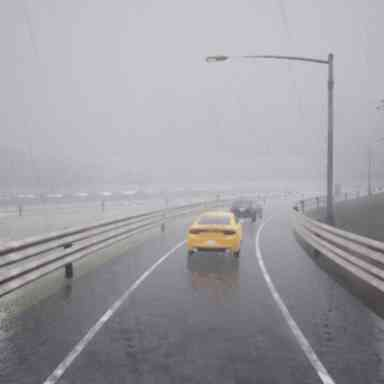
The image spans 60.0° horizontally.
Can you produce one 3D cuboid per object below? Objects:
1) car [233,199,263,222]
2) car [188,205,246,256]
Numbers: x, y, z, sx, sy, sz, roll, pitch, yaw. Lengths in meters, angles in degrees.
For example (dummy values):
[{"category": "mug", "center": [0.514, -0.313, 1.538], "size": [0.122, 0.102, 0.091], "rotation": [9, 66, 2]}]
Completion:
[{"category": "car", "center": [4.495, 1.361, 27.188], "size": [2.097, 1.767, 4.553], "rotation": [1, 1, 20]}, {"category": "car", "center": [1.103, 1.565, 13.815], "size": [1.882, 1.535, 5.008], "rotation": [0, 0, 10]}]
